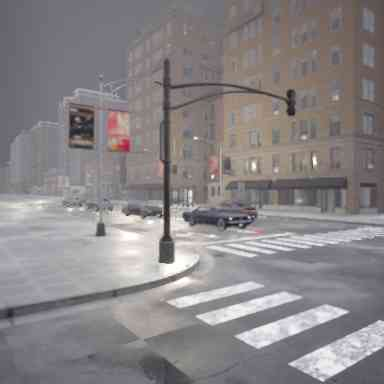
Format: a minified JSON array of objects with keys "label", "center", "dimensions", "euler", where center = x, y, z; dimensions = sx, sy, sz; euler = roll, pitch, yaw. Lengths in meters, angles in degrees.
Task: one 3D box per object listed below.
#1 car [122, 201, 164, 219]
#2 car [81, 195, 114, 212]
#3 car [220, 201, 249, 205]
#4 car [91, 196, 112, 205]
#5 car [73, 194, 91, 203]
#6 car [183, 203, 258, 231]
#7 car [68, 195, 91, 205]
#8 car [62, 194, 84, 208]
[{"label":"car","center":[-4.196,1.442,28.347],"dimensions":[2.033,1.411,5.357],"euler":[0,0,-36]},{"label":"car","center":[-10.263,1.352,36.790],"dimensions":[1.837,1.490,4.892],"euler":[0,0,-36]},{"label":"car","center":[2.703,1.435,24.710],"dimensions":[1.837,1.490,4.892],"euler":[0,0,-36]},{"label":"car","center":[-14.841,1.340,54.604],"dimensions":[1.994,1.385,4.181],"euler":[0,0,-36]},{"label":"car","center":[-20.805,1.211,62.897],"dimensions":[1.882,1.535,5.008],"euler":[0,0,-36]},{"label":"car","center":[1.470,1.541,20.470],"dimensions":[1.895,1.301,4.718],"euler":[0,0,-36]},{"label":"car","center":[-18.131,1.261,53.617],"dimensions":[2.128,1.511,4.902],"euler":[0,0,-36]},{"label":"car","center":[-16.322,1.305,45.281],"dimensions":[1.837,1.490,4.892],"euler":[0,0,-35]}]
